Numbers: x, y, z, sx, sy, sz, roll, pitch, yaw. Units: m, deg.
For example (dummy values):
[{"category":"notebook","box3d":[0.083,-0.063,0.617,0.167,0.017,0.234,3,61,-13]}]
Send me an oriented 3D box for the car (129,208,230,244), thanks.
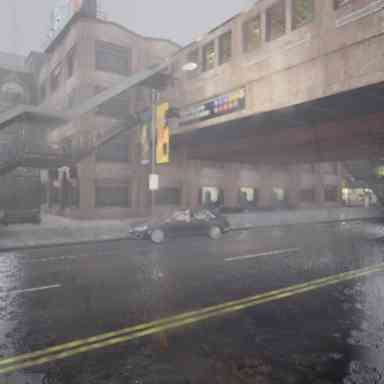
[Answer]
[{"category":"car","box3d":[-0.532,1.505,15.777,4.892,1.521,2.231,0,0,-26]}]
